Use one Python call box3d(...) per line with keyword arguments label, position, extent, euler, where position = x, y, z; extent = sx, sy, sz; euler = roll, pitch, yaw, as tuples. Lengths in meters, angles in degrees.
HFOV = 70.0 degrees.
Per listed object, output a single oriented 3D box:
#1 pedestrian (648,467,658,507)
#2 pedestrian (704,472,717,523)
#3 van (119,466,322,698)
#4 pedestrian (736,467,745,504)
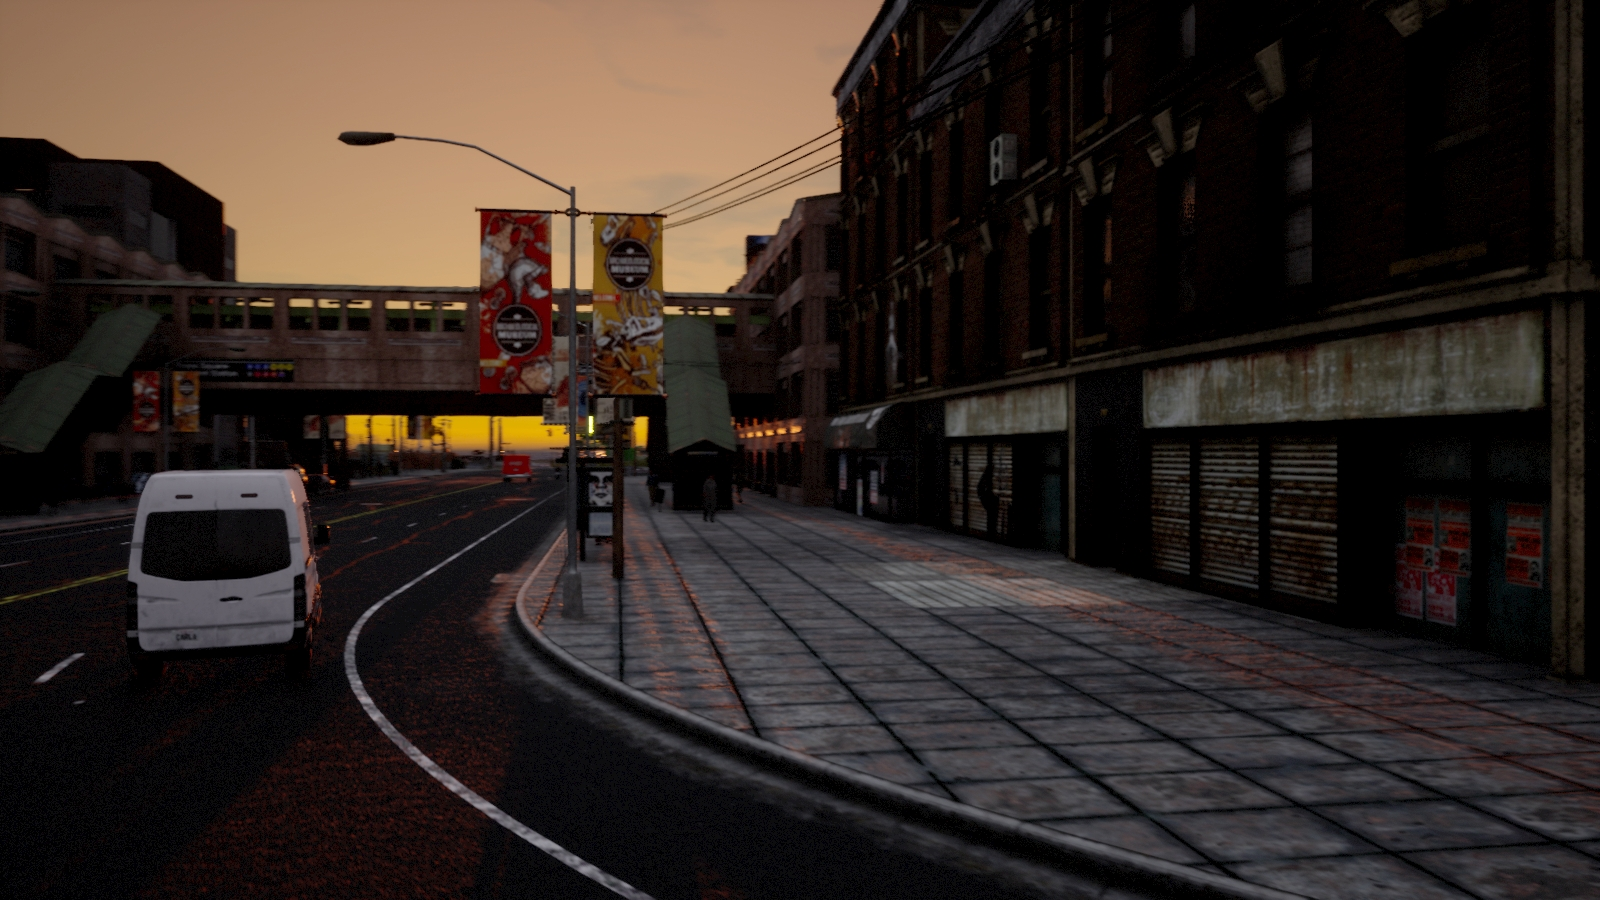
box3d(label="pedestrian", position=(-6.967, 1.759, 54.011), extent=(0.375, 1.860, 0.375), euler=(0, 0, 9))
box3d(label="pedestrian", position=(-3.329, 1.746, 42.310), extent=(0.375, 1.860, 0.375), euler=(0, 0, -23))
box3d(label="van", position=(-7.916, 1.550, 16.156), extent=(1.988, 2.561, 5.915), euler=(0, 0, -21))
box3d(label="pedestrian", position=(-2.992, 1.765, 57.489), extent=(0.375, 1.860, 0.375), euler=(0, 0, -26))
